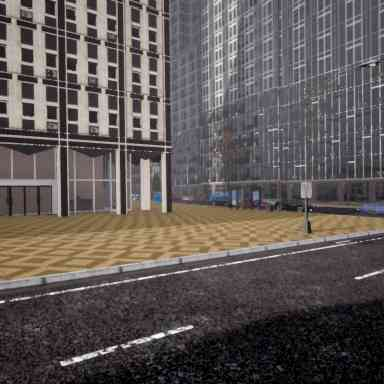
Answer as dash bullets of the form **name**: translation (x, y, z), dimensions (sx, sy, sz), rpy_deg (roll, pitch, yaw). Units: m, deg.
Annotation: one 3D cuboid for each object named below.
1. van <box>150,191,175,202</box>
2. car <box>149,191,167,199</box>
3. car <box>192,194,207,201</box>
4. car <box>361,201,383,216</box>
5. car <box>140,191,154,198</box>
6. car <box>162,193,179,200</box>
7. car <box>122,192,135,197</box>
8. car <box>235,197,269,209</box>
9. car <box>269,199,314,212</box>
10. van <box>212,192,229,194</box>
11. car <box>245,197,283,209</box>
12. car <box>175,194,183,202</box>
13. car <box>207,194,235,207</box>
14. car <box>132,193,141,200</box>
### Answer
- **van**: translation (-5.218, 0.937, 58.691), dimensions (1.690, 1.788, 3.998), rpy_deg (0, 1, -34)
- **car**: translation (-7.935, 0.615, 77.493), dimensions (2.192, 1.841, 5.009), rpy_deg (0, 1, -34)
- **car**: translation (1.697, 1.043, 63.426), dimensions (1.802, 1.307, 4.206), rpy_deg (0, 1, -34)
- **car**: translation (18.029, 1.438, 29.614), dimensions (2.033, 1.411, 5.357), rpy_deg (-1, 1, -37)
- **car**: translation (-11.146, 0.686, 82.184), dimensions (1.967, 1.590, 4.097), rpy_deg (0, 1, -34)
- **car**: translation (-4.724, 0.936, 72.806), dimensions (1.802, 1.307, 4.206), rpy_deg (0, 1, -34)
- **car**: translation (-17.567, 0.688, 91.564), dimensions (2.008, 1.369, 4.403), rpy_deg (0, 1, -34)
- **car**: translation (7.531, 1.388, 39.873), dimensions (1.802, 1.307, 4.206), rpy_deg (0, 1, -34)
- **car**: translation (10.728, 1.424, 35.171), dimensions (1.947, 1.339, 4.313), rpy_deg (0, 1, -34)
- **van**: translation (4.907, 0.855, 58.733), dimensions (1.690, 1.788, 3.998), rpy_deg (0, 1, -34)
- **car**: translation (9.135, 1.353, 42.303), dimensions (1.895, 1.301, 4.718), rpy_deg (-1, 1, -34)
- **car**: translation (-3.598, 1.021, 61.042), dimensions (1.882, 1.535, 5.008), rpy_deg (-1, 1, -34)
- **car**: translation (4.369, 1.319, 44.595), dimensions (1.947, 1.339, 4.313), rpy_deg (0, 1, -34)
- **car**: translation (-11.640, 1.039, 68.073), dimensions (2.008, 1.369, 4.403), rpy_deg (0, 1, -34)
